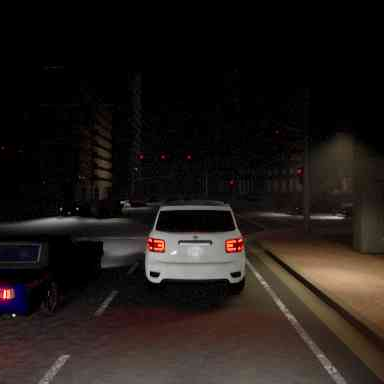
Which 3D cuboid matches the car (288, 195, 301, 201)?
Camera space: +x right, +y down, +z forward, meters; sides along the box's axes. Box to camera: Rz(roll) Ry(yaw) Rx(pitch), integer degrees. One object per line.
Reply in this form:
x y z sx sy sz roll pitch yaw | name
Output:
24.596 1.395 79.670 1.970 1.475 3.806 0 0 0 | car

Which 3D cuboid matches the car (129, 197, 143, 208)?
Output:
-7.901 1.478 48.971 1.882 1.535 5.008 0 0 0 | car

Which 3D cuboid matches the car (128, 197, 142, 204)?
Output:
-11.392 1.601 66.716 1.895 1.301 4.718 0 0 0 | car

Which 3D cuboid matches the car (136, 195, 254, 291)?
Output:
0.096 1.221 9.126 2.150 2.045 5.566 0 0 1 | car

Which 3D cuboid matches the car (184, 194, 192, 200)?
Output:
-0.962 1.303 85.852 1.882 1.535 5.008 0 0 0 | car

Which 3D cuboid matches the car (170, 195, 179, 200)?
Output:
-4.462 1.378 85.837 1.994 1.385 4.181 0 0 0 | car

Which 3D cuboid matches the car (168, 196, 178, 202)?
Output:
-4.428 1.550 77.684 1.994 1.385 4.181 0 0 0 | car

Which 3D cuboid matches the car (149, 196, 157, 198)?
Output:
-7.896 1.506 68.147 1.837 1.490 4.892 0 0 0 | car

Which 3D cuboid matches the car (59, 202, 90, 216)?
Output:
-11.125 1.601 32.026 1.895 1.301 4.718 0 0 -3 | car

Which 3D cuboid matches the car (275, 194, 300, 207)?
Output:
13.251 1.153 47.147 1.932 1.855 4.605 0 0 0 | car

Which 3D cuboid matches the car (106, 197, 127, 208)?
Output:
-11.410 1.547 50.665 2.033 1.411 5.357 0 0 0 | car

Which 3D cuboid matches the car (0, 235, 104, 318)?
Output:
-3.417 1.601 7.376 1.895 1.301 4.718 0 0 1 | car

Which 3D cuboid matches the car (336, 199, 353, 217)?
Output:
15.459 1.564 29.382 4.181 1.385 1.994 0 0 1 | car

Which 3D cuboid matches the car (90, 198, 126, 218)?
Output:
-7.536 1.477 30.365 1.882 1.535 5.008 0 0 -3 | car

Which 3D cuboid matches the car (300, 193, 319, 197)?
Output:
16.145 1.156 47.095 1.905 1.878 3.866 0 0 0 | car

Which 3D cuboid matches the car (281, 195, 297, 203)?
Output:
18.839 1.395 64.564 1.970 1.475 3.806 0 0 0 | car

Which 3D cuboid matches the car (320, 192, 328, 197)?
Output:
30.174 1.153 79.723 1.932 1.855 4.605 0 0 0 | car

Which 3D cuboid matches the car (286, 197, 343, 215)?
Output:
12.305 1.505 32.918 4.892 1.490 1.837 0 0 0 | car
